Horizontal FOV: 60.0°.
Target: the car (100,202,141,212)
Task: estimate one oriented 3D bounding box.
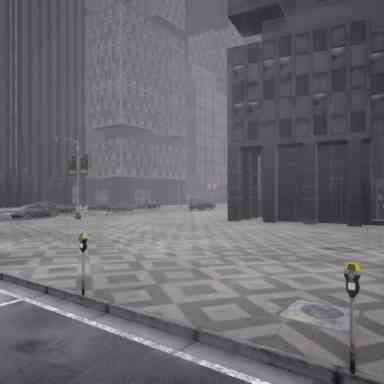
[{"bbox_3d":[-10.696,2.238,50.060,2.033,1.411,5.357,0,-1,36],"label":"car"}]

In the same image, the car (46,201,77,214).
[{"bbox_3d":[-16.659,2.060,41.763,1.994,1.385,4.181,0,-1,35],"label":"car"}]

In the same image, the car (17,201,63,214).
[{"bbox_3d":[-19.644,1.983,43.158,2.128,1.511,4.902,0,-1,36],"label":"car"}]

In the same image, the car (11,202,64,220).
[{"bbox_3d":[-15.171,1.918,32.326,1.994,1.385,4.181,0,-1,36],"label":"car"}]

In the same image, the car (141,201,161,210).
[{"bbox_3d":[-7.769,2.356,59.644,1.882,1.535,5.008,0,-1,36],"label":"car"}]

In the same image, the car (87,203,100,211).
[{"bbox_3d":[-13.780,2.284,51.335,1.895,1.301,4.718,0,-1,36],"label":"car"}]

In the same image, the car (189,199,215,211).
[{"bbox_3d":[1.705,2.126,55.877,2.150,2.045,5.566,0,-1,36],"label":"car"}]
